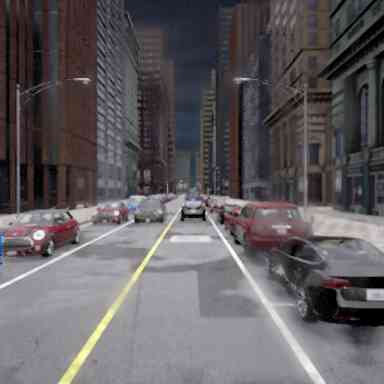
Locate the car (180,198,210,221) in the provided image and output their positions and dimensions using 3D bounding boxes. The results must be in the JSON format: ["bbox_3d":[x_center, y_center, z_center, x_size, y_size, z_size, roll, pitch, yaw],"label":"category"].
[{"bbox_3d":[0.108,1.471,27.233,2.163,1.488,4.792,0,0,0],"label":"car"}]

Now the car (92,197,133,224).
[{"bbox_3d":[-5.758,1.411,23.925,1.967,1.590,4.097,0,0,0],"label":"car"}]

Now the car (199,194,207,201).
[{"bbox_3d":[2.786,1.362,85.930,1.967,1.590,4.097,0,0,0],"label":"car"}]

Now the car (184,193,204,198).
[{"bbox_3d":[0.119,1.173,45.358,2.150,2.045,5.566,0,0,0],"label":"car"}]

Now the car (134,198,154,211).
[{"bbox_3d":[-5.753,1.478,40.665,1.752,1.417,4.829,0,0,0],"label":"car"}]

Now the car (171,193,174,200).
[{"bbox_3d":[-5.742,1.493,74.655,1.947,1.339,4.313,0,0,0],"label":"car"}]

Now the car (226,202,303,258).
[{"bbox_3d":[2.763,1.300,12.658,2.192,1.841,5.009,0,0,0],"label":"car"}]

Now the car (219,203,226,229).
[{"bbox_3d":[2.766,1.523,18.295,1.887,1.381,4.507,0,0,0],"label":"car"}]

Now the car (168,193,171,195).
[{"bbox_3d":[-5.747,1.250,63.381,2.192,1.841,5.009,0,0,0],"label":"car"}]

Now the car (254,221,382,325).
[{"bbox_3d":[2.762,1.558,7.022,1.947,1.339,4.313,0,0,0],"label":"car"}]

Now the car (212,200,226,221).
[{"bbox_3d":[2.767,1.537,23.931,1.947,1.339,4.313,0,0,0],"label":"car"}]

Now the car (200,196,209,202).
[{"bbox_3d":[2.783,1.509,74.658,1.802,1.307,4.206,0,0,0],"label":"car"}]

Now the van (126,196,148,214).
[{"bbox_3d":[-5.755,1.299,35.198,1.690,1.788,3.998,0,0,0],"label":"van"}]

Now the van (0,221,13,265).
[{"bbox_3d":[-5.764,1.333,7.015,1.690,1.788,3.998,0,0,0],"label":"van"}]

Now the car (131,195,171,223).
[{"bbox_3d":[-2.995,1.320,24.850,2.097,1.767,4.553,0,0,0],"label":"car"}]

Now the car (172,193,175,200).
[{"bbox_3d":[-5.741,1.475,80.291,2.008,1.369,4.403,0,0,0],"label":"car"}]

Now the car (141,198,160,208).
[{"bbox_3d":[-5.751,1.498,46.471,2.008,1.369,4.403,0,0,0],"label":"car"}]

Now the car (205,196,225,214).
[{"bbox_3d":[2.770,1.399,35.203,1.967,1.590,4.097,0,0,0],"label":"car"}]

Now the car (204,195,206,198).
[{"bbox_3d":[2.774,1.513,46.476,1.947,1.339,4.313,0,0,0],"label":"car"}]

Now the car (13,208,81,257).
[{"bbox_3d":[-5.762,1.425,12.652,1.967,1.590,4.097,0,0,0],"label":"car"}]

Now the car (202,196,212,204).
[{"bbox_3d":[2.780,1.517,63.385,1.802,1.307,4.206,0,0,0],"label":"car"}]

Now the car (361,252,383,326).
[{"bbox_3d":[2.760,1.439,1.385,1.967,1.590,4.097,0,0,0],"label":"car"}]

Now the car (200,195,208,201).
[{"bbox_3d":[2.785,1.506,80.294,1.802,1.307,4.206,0,0,0],"label":"car"}]
